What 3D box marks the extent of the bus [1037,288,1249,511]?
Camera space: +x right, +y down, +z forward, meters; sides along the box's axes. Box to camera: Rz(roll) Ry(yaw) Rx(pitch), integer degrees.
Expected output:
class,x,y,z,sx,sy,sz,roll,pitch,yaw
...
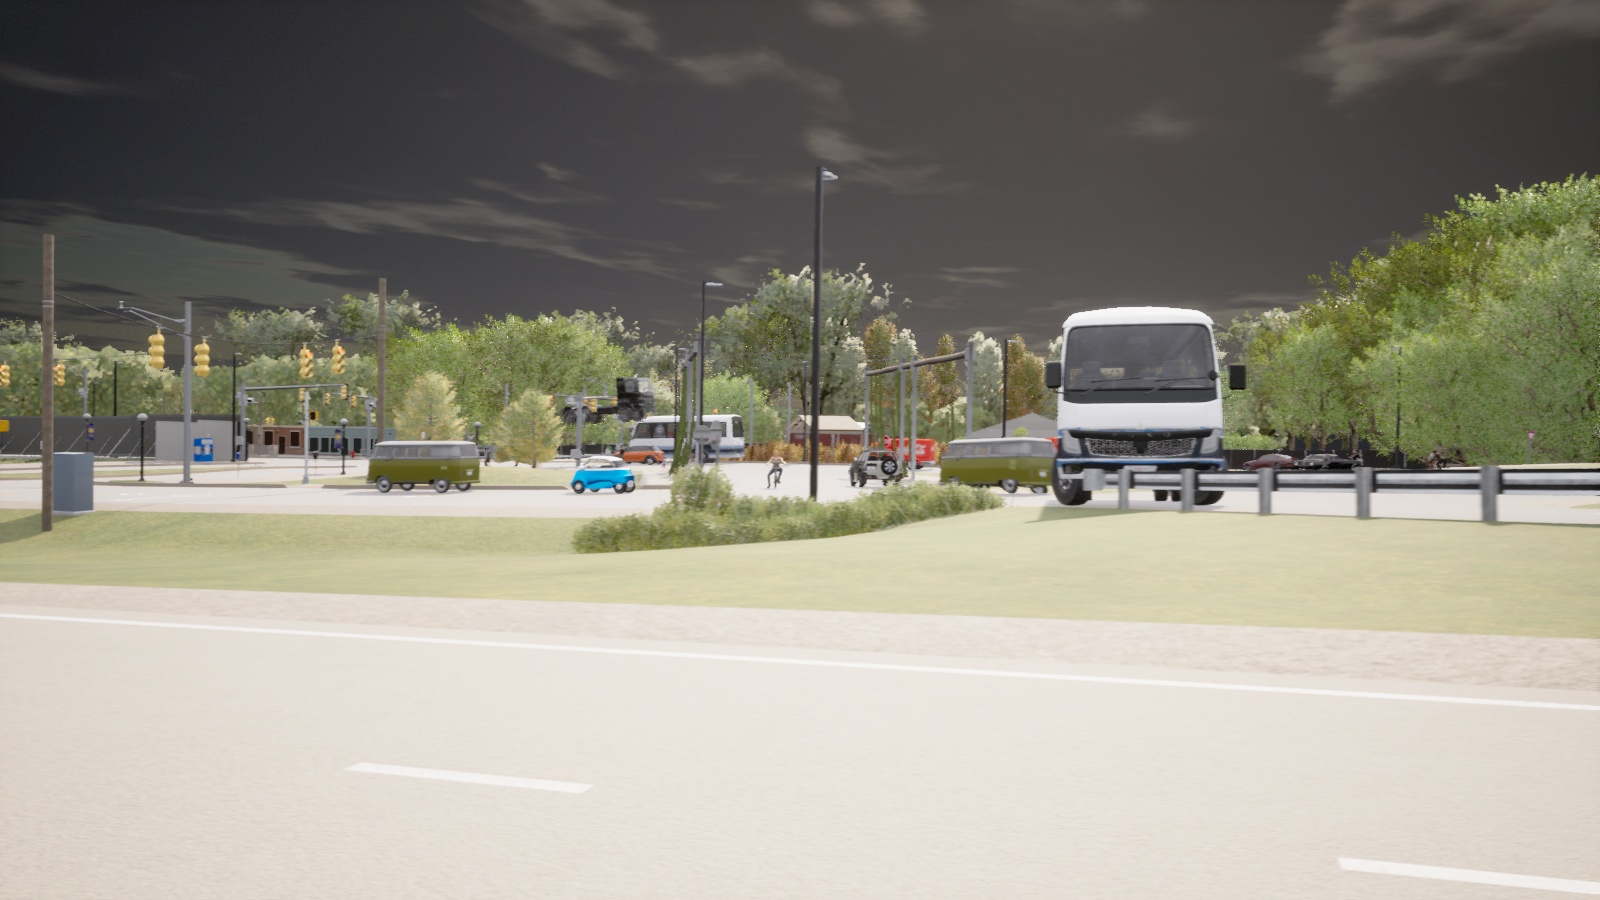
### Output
class,x,y,z,sx,sy,sz,roll,pitch,yaw
bus,7.663,-0.830,29.315,3.944,4.253,10.273,0,-2,12

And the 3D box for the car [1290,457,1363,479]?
class,x,y,z,sx,sy,sz,roll,pitch,yaw
car,34.515,1.172,82.272,4.718,1.301,1.895,0,1,-29

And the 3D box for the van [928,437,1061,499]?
class,x,y,z,sx,sy,sz,roll,pitch,yaw
van,6.645,0.649,43.280,1.775,1.987,4.442,3,-3,-39

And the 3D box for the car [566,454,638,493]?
class,x,y,z,sx,sy,sz,roll,pitch,yaw
car,-7.270,0.839,46.154,2.207,1.376,1.481,0,1,19

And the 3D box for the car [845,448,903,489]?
class,x,y,z,sx,sy,sz,roll,pitch,yaw
car,3.453,0.861,59.249,1.932,1.855,4.605,1,-1,-6

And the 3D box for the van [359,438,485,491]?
class,x,y,z,sx,sy,sz,roll,pitch,yaw
van,-14.613,0.524,48.575,4.442,1.987,1.775,0,1,18
